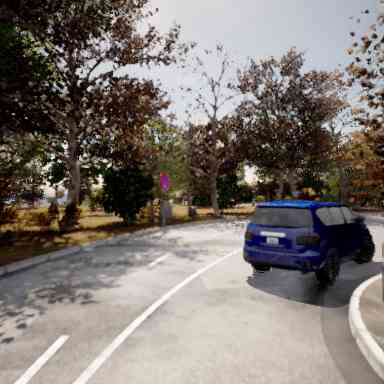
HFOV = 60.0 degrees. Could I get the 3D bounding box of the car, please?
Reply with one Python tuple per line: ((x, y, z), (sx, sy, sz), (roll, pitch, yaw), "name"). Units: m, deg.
((3.723, 1.288, 10.127), (2.150, 2.045, 5.566), (-1, -1, 41), "car")
